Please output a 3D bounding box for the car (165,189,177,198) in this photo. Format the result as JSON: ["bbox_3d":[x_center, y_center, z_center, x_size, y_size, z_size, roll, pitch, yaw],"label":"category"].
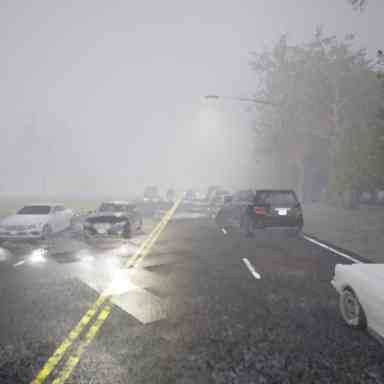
[{"bbox_3d":[-3.521,0.267,56.152,1.837,1.490,4.892,0,1,0],"label":"car"}]

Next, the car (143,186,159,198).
[{"bbox_3d":[-6.769,-0.015,56.066,2.150,2.045,5.566,0,1,0],"label":"car"}]

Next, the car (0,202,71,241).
[{"bbox_3d":[-6.653,1.196,14.734,1.812,1.442,4.674,0,1,0],"label":"car"}]

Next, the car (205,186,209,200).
[{"bbox_3d":[3.086,0.140,47.444,2.150,2.045,5.566,1,0,0],"label":"car"}]

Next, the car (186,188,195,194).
[{"bbox_3d":[-0.304,-0.260,79.874,2.128,1.511,4.902,0,1,0],"label":"car"}]

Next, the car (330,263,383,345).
[{"bbox_3d":[3.252,1.493,3.447,1.895,1.301,4.718,1,2,0],"label":"car"}]

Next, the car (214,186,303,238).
[{"bbox_3d":[2.896,0.854,15.070,2.150,2.045,5.566,1,0,-11],"label":"car"}]

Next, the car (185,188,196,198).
[{"bbox_3d":[-0.219,0.291,57.051,2.033,1.411,5.357,0,1,0],"label":"car"}]

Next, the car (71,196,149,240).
[{"bbox_3d":[-3.403,1.157,14.968,2.128,1.511,4.902,0,1,0],"label":"car"}]

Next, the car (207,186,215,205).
[{"bbox_3d":[3.121,0.519,36.389,2.097,1.767,4.553,0,0,0],"label":"car"}]

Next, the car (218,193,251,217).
[{"bbox_3d":[3.141,0.923,25.415,1.837,1.490,4.892,-1,1,0],"label":"car"}]
